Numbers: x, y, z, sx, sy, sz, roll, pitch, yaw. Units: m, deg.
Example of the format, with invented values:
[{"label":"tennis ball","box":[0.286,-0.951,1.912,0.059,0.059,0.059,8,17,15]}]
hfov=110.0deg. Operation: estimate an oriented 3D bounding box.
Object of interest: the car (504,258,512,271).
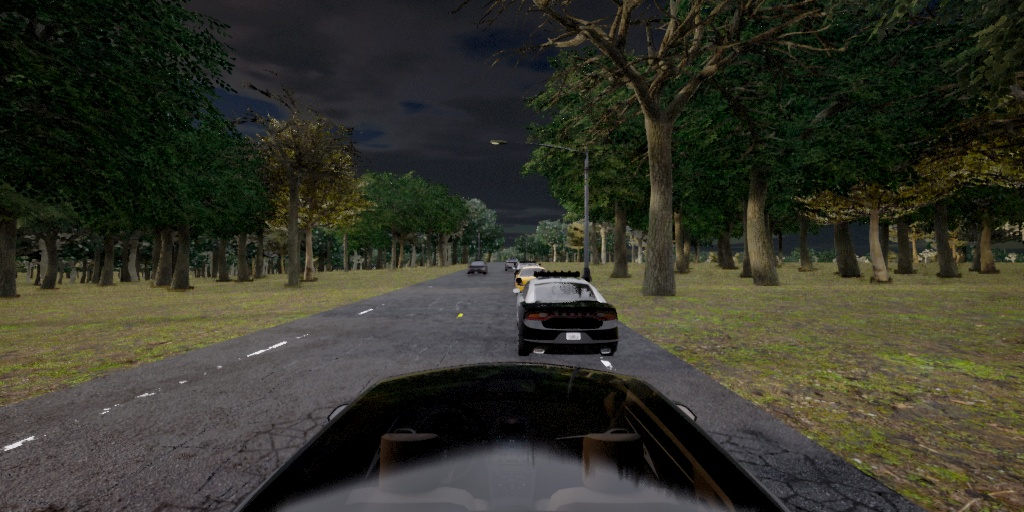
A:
[{"label":"car","box":[0.085,1.130,45.961,2.128,1.511,4.902,0,0,1]}]

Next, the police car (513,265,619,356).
[{"label":"police car","box":[1.062,1.174,8.749,1.930,1.638,5.238,0,0,0]}]

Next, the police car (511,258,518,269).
[{"label":"police car","box":[1.085,1.148,24.753,1.930,1.638,5.238,0,0,0]}]

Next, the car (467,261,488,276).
[{"label":"car","box":[-3.447,1.228,36.996,2.033,1.411,5.357,0,0,0]}]

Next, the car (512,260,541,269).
[{"label":"car","box":[1.076,1.192,18.833,1.801,1.575,5.366,0,0,0]}]
